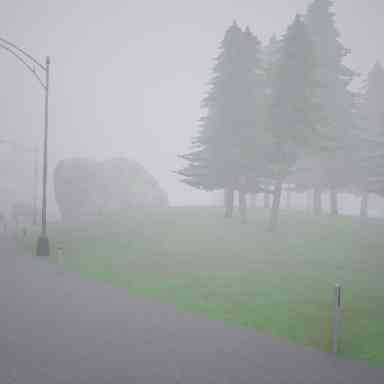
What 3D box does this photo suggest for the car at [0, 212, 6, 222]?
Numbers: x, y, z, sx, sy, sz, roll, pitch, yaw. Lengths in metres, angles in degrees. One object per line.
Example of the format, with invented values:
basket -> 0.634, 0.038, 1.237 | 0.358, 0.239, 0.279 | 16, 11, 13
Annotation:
car -> -20.449, 2.405, 33.528 | 1.994, 1.385, 4.181 | 2, -3, -9

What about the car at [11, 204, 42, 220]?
car -> -21.251, 2.590, 43.322 | 2.150, 2.045, 5.566 | 2, -4, 1
